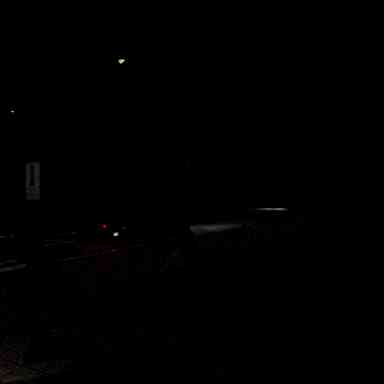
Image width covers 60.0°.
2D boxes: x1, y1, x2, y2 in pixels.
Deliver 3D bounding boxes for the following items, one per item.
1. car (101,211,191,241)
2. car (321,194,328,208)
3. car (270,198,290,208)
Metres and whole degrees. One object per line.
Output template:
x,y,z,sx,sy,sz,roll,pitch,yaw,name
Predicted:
-2.076,1.568,16.482,1.895,1.301,4.718,-1,0,35,car
20.166,1.252,47.851,2.150,2.045,5.566,-1,-1,35,car
13.083,1.613,49.095,1.812,1.442,4.674,-1,-1,35,car
